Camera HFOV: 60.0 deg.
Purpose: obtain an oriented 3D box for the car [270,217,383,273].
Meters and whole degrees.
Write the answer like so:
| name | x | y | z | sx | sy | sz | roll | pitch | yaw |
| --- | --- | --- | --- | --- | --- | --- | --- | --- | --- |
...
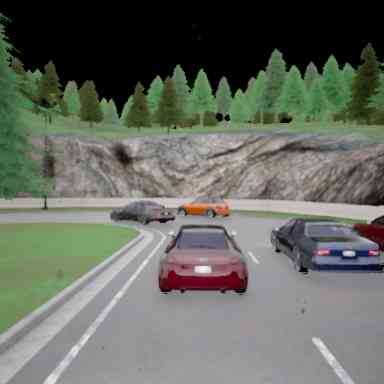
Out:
| name | x | y | z | sx | sy | sz | roll | pitch | yaw |
| --- | --- | --- | --- | --- | --- | --- | --- | --- | --- |
| car | 3.850 | 1.510 | 10.475 | 2.033 | 1.411 | 5.357 | 0 | 0 | 2 |

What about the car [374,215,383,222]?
| name | x | y | z | sx | sy | sz | roll | pitch | yaw |
| --- | --- | --- | --- | --- | --- | --- | --- | --- | --- |
| car | 7.378 | 1.441 | 11.484 | 1.882 | 1.535 | 5.008 | 0 | 1 | 2 |

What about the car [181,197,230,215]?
| name | x | y | z | sx | sy | sz | roll | pitch | yaw |
| --- | --- | --- | --- | --- | --- | --- | --- | --- | --- |
| car | 0.909 | 1.240 | 28.224 | 4.553 | 1.767 | 2.097 | 0 | 1 | 42 |

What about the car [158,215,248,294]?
| name | x | y | z | sx | sy | sz | roll | pitch | yaw |
| --- | --- | --- | --- | --- | --- | --- | --- | --- | --- |
| car | 0.280 | 1.529 | 8.750 | 1.994 | 1.385 | 4.181 | 0 | 0 | 2 |

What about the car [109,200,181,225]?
| name | x | y | z | sx | sy | sz | roll | pitch | yaw |
| --- | --- | --- | --- | --- | --- | --- | --- | --- | --- |
| car | -3.538 | 1.450 | 23.060 | 5.357 | 1.411 | 2.033 | 0 | 0 | 42 |

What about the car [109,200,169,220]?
| name | x | y | z | sx | sy | sz | roll | pitch | yaw |
| --- | --- | --- | --- | --- | --- | --- | --- | --- | --- |
| car | -4.394 | 1.409 | 27.511 | 4.674 | 1.442 | 1.812 | 0 | 0 | 24 |
